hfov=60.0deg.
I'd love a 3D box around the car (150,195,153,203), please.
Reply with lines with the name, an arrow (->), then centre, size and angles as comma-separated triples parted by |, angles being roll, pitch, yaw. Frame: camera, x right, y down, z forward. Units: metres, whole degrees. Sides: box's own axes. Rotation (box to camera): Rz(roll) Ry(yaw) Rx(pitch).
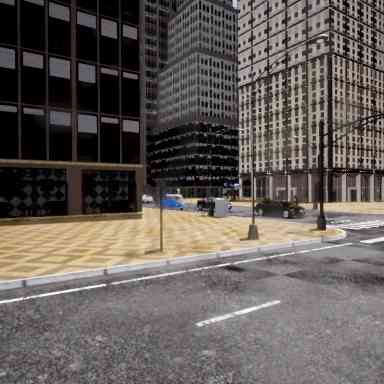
car -> -4.732, 1.036, 57.969 | 2.192, 1.841, 5.009 | 0, 0, -34

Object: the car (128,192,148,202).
car -> -10.927, 0.982, 67.155 | 2.192, 1.841, 5.009 | 0, 0, -34

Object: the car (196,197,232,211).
car -> 2.417, 1.362, 37.004 | 2.128, 1.511, 4.902 | -1, 1, -34

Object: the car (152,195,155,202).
car -> -3.226, 1.349, 45.388 | 1.812, 1.442, 4.674 | -1, 1, -34

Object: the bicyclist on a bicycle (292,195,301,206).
bicyclist on a bicycle -> 11.998, 1.119, 38.415 | 1.656, 1.620, 0.582 | -1, 1, -34

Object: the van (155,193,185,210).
van -> -2.389, 1.211, 39.506 | 1.690, 1.788, 3.998 | 0, 0, -34

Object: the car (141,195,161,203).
car -> -7.829, 1.239, 62.563 | 1.887, 1.381, 4.507 | 0, 0, -34

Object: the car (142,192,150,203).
car -> -8.554, 1.254, 58.998 | 1.812, 1.442, 4.674 | -1, 1, -34

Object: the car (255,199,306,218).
car -> 7.684, 1.420, 29.191 | 1.837, 1.490, 4.892 | -1, 1, -34
